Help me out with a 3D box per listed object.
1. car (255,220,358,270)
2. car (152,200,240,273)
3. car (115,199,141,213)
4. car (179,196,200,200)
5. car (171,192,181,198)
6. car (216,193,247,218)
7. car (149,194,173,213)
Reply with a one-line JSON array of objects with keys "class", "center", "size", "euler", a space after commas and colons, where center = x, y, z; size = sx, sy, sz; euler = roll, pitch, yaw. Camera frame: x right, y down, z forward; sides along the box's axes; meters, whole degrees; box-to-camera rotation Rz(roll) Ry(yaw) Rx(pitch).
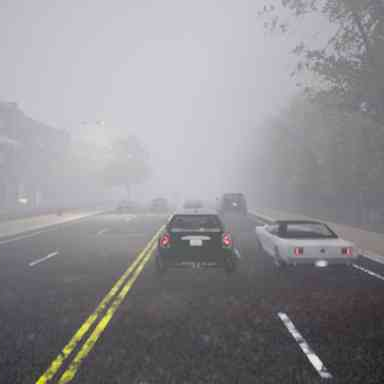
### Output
[{"class": "car", "center": [3.349, 1.546, 10.820], "size": [1.895, 1.301, 4.718], "euler": [0, 0, 0]}, {"class": "car", "center": [0.100, 1.298, 10.590], "size": [2.097, 1.767, 4.553], "euler": [0, 0, 0]}, {"class": "car", "center": [-6.599, 1.427, 34.539], "size": [1.895, 1.301, 4.718], "euler": [0, 0, 0]}, {"class": "car", "center": [0.097, 1.345, 29.112], "size": [2.128, 1.511, 4.902], "euler": [0, 0, 0]}, {"class": "car", "center": [-3.593, 0.694, 75.752], "size": [2.097, 1.767, 4.553], "euler": [0, 0, -1]}, {"class": "car", "center": [3.347, 1.077, 28.653], "size": [2.150, 2.045, 5.566], "euler": [0, 0, 0]}, {"class": "car", "center": [-3.348, 1.302, 34.903], "size": [1.882, 1.535, 5.008], "euler": [0, 0, 0]}]
